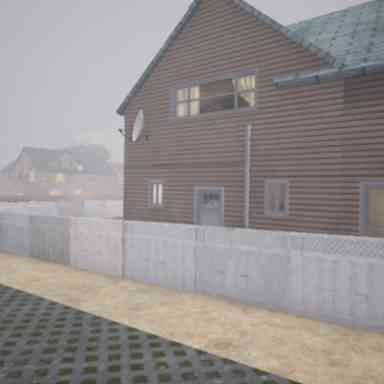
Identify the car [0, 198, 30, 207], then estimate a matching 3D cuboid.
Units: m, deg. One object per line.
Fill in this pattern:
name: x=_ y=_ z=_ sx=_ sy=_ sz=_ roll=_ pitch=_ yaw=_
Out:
car: x=-17.551 y=1.370 z=31.900 sx=2.097 sy=1.767 sz=4.553 roll=2 pitch=1 yaw=37
